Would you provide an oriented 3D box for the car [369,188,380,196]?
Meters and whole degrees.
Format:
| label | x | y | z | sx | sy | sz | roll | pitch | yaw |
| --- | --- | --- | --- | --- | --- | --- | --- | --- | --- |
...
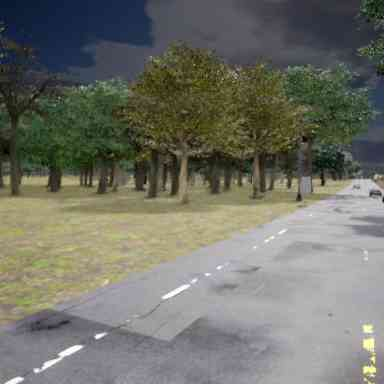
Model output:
| label | x | y | z | sx | sy | sz | roll | pitch | yaw |
| --- | --- | --- | --- | --- | --- | --- | --- | --- | --- |
| car | 32.476 | 0.000 | 58.893 | 2.128 | 1.511 | 4.902 | 2 | 3 | 28 |

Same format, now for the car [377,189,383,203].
| label | x | y | z | sx | sy | sz | roll | pitch | yaw |
| --- | --- | --- | --- | --- | --- | --- | --- | --- | --- |
| car | 25.285 | 0.653 | 41.044 | 4.674 | 1.442 | 1.812 | -1 | 2 | -36 |
